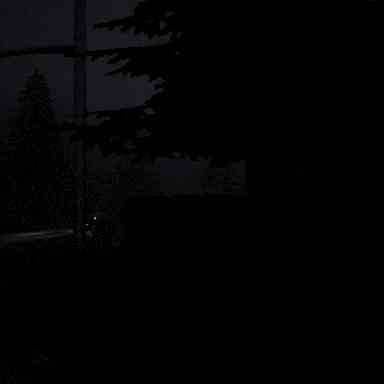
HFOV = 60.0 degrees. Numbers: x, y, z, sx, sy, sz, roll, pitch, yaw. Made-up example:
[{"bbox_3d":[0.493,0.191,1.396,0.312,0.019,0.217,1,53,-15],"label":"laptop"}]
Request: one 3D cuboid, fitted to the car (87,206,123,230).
[{"bbox_3d":[-4.909,1.585,21.312,1.895,1.301,4.718,0,0,36],"label":"car"}]
